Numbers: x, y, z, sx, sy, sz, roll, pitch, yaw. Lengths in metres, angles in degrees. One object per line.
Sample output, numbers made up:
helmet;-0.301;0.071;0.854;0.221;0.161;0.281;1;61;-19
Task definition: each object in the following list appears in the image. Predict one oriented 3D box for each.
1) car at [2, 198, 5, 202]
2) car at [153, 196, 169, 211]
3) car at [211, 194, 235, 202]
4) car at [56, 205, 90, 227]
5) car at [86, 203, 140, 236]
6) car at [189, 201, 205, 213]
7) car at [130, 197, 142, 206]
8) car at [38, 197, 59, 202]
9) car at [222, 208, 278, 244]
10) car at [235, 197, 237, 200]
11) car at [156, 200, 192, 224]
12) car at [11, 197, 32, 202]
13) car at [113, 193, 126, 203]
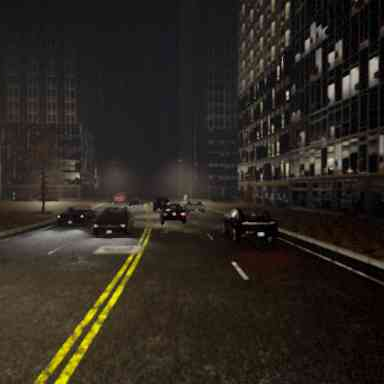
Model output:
car;-42.973;1.483;72.110;4.313;1.339;1.947;0;0;-7
car;-3.700;1.380;40.807;2.097;1.767;4.553;0;0;-8
car;6.883;1.509;78.773;5.009;1.841;2.192;0;0;-8
car;-8.047;1.638;23.513;1.895;1.301;4.718;0;0;-6
car;-4.307;1.571;18.970;2.033;1.411;5.357;0;0;-6
car;0.147;1.616;37.104;1.895;1.301;4.718;0;0;-8
car;-9.383;1.606;55.806;1.994;1.385;4.181;0;0;-8
car;-31.689;1.548;73.500;4.313;1.339;1.947;0;0;-7
car;2.628;1.497;15.936;2.128;1.511;4.902;0;0;-4
car;11.196;1.618;87.802;4.829;1.417;1.752;0;0;-8
car;-1.517;1.566;25.293;2.033;1.411;5.357;0;0;-7
car;-37.330;1.532;72.785;4.206;1.307;1.802;0;0;-7
car;-13.930;1.305;64.440;2.150;2.045;5.566;0;0;-8
